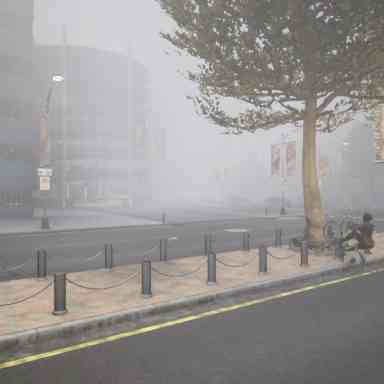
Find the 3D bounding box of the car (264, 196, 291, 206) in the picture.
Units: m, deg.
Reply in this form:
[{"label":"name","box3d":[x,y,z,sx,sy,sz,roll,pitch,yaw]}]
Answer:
[{"label":"car","box3d":[14.448,1.478,56.264,1.882,1.535,5.008,0,0,-34]}]

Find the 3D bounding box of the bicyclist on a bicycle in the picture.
[{"label":"bicyclist on a bicycle","box3d":[4.529,1.266,9.346,0.582,1.656,1.620,0,-42,-31]}]

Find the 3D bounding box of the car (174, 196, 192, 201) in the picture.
[{"label":"car","box3d":[-2.143,1.595,80.844,4.718,1.301,1.895,0,0,31]}]

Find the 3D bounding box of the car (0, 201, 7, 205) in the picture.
[{"label":"car","box3d":[-20.489,1.320,32.171,4.674,1.452,2.002,0,0,-34]}]

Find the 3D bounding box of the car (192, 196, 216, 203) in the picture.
[{"label":"car","box3d":[3.122,1.525,72.185,2.128,1.511,4.902,0,0,-44]}]

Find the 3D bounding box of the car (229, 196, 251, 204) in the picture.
[{"label":"car","box3d":[9.237,1.478,64.071,1.882,1.535,5.008,0,0,-33]}]
